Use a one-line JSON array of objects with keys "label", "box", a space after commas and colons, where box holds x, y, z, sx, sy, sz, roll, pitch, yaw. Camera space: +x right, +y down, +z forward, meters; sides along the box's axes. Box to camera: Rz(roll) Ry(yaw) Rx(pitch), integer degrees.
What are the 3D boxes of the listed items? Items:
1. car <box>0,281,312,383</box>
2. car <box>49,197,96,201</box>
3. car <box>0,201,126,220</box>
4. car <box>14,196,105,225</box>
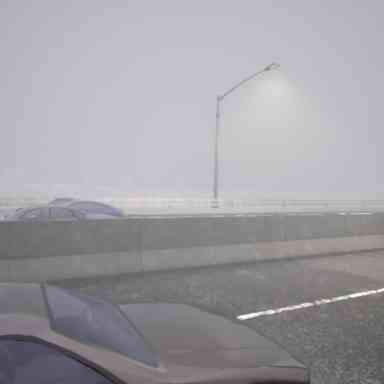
[{"label": "car", "box": [-1.589, 1.455, 2.344, 5.357, 1.411, 2.033, 1, 1, -28]}, {"label": "car", "box": [-5.573, 1.107, 16.293, 4.674, 1.442, 1.812, 1, 1, -28]}, {"label": "car", "box": [-5.496, 1.192, 12.378, 5.357, 1.411, 2.033, 1, 1, -28]}, {"label": "car", "box": [-7.593, 1.006, 19.184, 4.674, 1.442, 1.812, 1, 1, -28]}]
